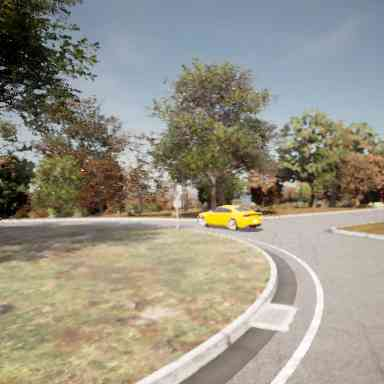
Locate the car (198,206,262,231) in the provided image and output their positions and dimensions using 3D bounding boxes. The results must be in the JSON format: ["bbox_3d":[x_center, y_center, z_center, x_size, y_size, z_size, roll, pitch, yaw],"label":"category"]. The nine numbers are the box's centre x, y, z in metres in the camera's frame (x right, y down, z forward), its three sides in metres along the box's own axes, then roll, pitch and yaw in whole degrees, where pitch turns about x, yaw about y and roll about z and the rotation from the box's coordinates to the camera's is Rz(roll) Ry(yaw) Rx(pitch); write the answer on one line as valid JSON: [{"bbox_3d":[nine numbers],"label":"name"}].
[{"bbox_3d":[2.405,1.660,22.286,1.882,1.535,5.008,1,-1,-37],"label":"car"}]
